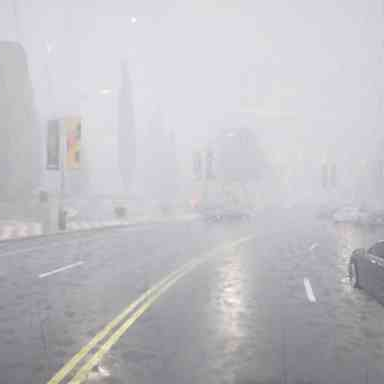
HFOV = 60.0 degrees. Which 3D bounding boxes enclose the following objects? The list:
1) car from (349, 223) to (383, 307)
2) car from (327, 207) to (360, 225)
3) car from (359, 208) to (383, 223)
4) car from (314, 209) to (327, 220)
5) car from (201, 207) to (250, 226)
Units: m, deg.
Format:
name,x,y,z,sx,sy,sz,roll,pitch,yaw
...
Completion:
name,x,y,z,sx,sy,sz,roll,pitch,yaw
car,4.556,1.630,6.569,1.837,1.490,4.892,0,-1,12
car,13.252,1.974,27.235,4.674,1.442,1.812,1,-1,-42
car,14.199,1.968,23.719,5.357,1.411,2.033,1,-1,-43
car,14.127,2.119,32.736,4.718,1.301,1.895,1,-1,-34
car,2.751,1.924,26.775,1.895,1.301,4.718,0,-1,39
